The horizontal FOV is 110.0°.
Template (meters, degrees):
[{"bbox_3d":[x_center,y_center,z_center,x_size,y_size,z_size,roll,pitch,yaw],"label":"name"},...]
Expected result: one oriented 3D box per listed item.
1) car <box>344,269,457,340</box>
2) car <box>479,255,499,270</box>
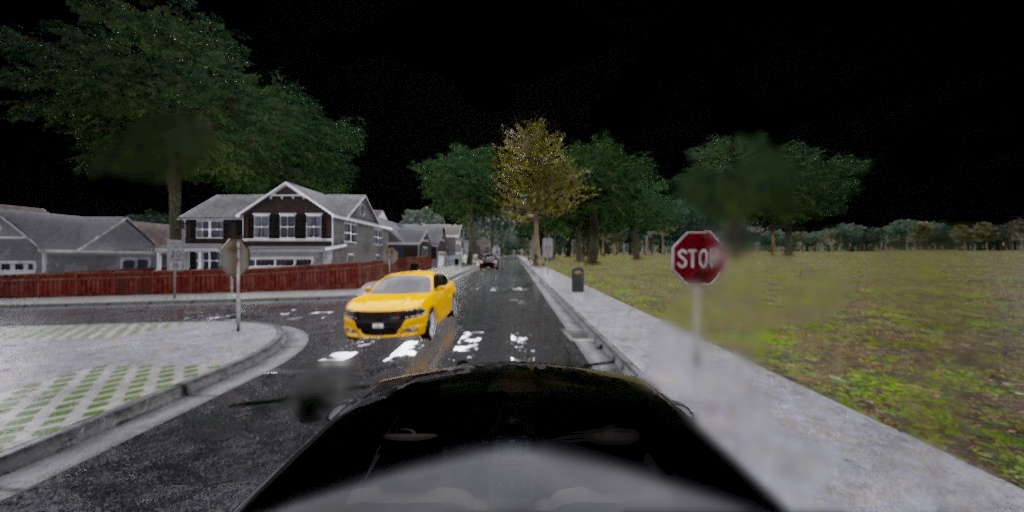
[{"bbox_3d":[-2.733,1.155,9.811,1.882,1.535,5.008,-1,0,0],"label":"car"},{"bbox_3d":[-2.571,0.633,41.000,2.097,1.767,4.553,0,1,0],"label":"car"}]
